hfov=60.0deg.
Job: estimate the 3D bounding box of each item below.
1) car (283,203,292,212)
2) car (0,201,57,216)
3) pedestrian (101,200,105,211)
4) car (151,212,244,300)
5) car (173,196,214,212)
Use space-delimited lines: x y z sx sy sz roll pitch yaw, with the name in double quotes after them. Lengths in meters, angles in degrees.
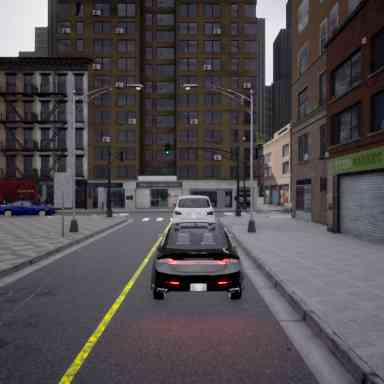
12.055 1.396 35.140 4.674 1.442 1.812 -1 0 -1 "car"
-15.481 1.578 31.589 5.008 1.535 1.882 0 0 -2 "car"
-10.167 1.498 37.899 0.375 1.300 0.375 0 0 -1 "pedestrian"
0.098 1.491 8.376 2.128 1.511 4.902 0 0 0 "car"
0.095 1.215 18.830 2.150 2.045 5.566 0 0 0 "car"
